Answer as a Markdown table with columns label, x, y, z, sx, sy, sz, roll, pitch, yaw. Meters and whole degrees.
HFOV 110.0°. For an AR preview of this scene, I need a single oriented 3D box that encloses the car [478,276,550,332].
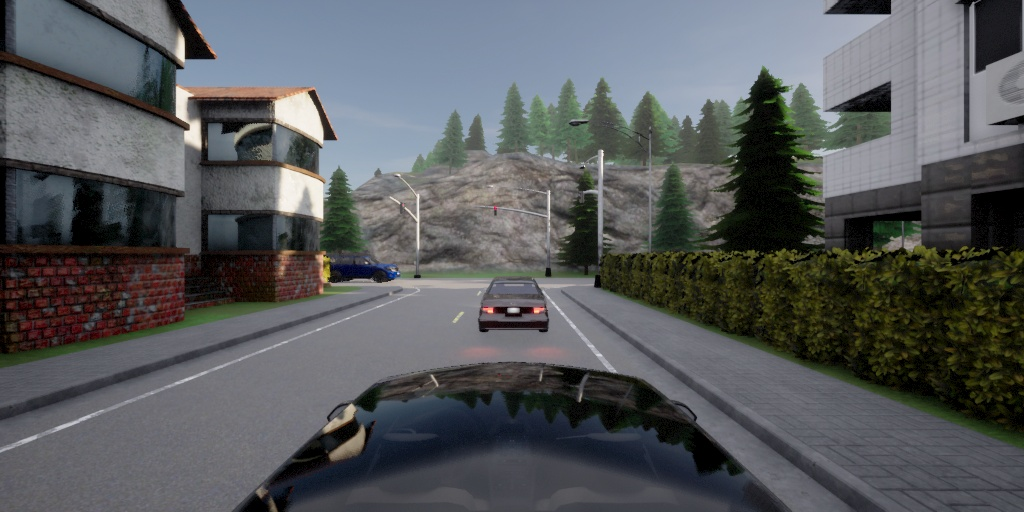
| label | x | y | z | sx | sy | sz | roll | pitch | yaw |
| --- | --- | --- | --- | --- | --- | --- | --- | --- | --- |
| car | 0.055 | 1.297 | 10.768 | 2.033 | 1.411 | 5.357 | 0 | 0 | 1 |

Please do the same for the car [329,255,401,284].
| label | x | y | z | sx | sy | sz | roll | pitch | yaw |
| --- | --- | --- | --- | --- | --- | --- | --- | --- | --- |
| car | -11.297 | 0.973 | 26.893 | 5.566 | 2.045 | 2.150 | 0 | 0 | 1 |
